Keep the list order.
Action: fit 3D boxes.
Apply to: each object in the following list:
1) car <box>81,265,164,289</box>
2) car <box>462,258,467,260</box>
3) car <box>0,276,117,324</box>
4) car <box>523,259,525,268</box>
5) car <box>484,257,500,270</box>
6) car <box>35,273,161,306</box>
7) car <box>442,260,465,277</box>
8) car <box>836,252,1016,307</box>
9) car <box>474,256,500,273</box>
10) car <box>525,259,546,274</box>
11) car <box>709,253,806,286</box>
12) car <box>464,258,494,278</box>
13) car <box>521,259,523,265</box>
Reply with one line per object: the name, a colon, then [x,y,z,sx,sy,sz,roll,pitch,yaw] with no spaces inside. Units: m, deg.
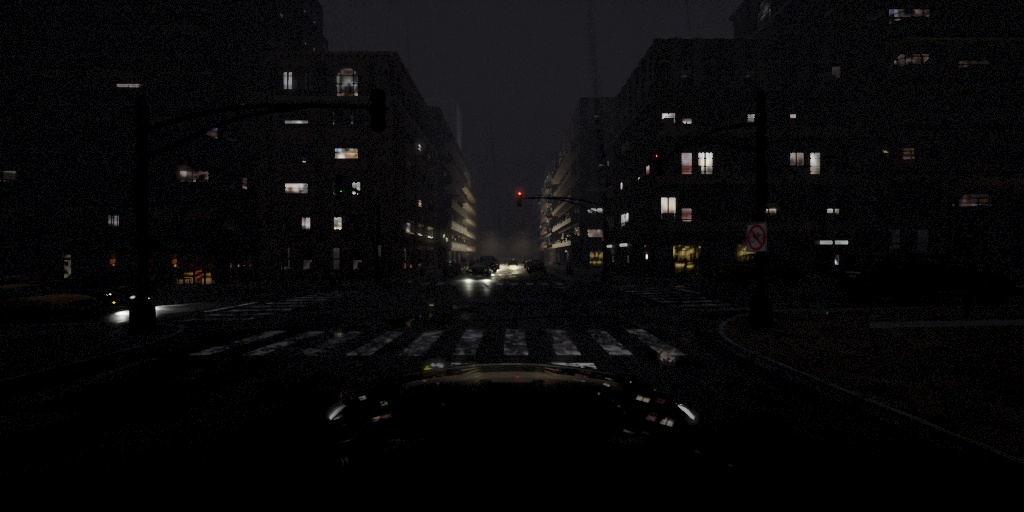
car: [-23.551,1.462,21.114,5.009,1.841,2.192,0,0,0]
car: [-5.594,1.283,40.612,1.751,1.417,4.829,0,0,0]
car: [-17.603,1.585,12.803,4.829,1.417,1.751,0,0,0]
car: [2.801,1.200,46.446,1.967,1.591,4.097,0,0,0]
car: [-2.955,1.116,54.397,2.097,1.767,4.553,0,0,0]
car: [-18.288,1.627,15.388,4.181,1.385,1.994,-1,0,0]
car: [-5.608,1.322,35.099,1.948,1.339,4.313,0,0,0]
car: [14.738,0.775,13.006,5.009,1.841,2.192,0,0,0]
car: [-2.995,0.981,44.065,2.150,2.045,5.566,0,0,0]
car: [2.786,1.198,40.763,1.967,1.591,4.097,0,0,0]
car: [14.624,0.759,21.385,5.009,1.841,2.192,0,0,0]
car: [-3.022,1.233,34.083,1.882,1.535,5.008,0,0,0]
car: [2.829,1.348,57.811,1.802,1.307,4.207,0,0,0]
